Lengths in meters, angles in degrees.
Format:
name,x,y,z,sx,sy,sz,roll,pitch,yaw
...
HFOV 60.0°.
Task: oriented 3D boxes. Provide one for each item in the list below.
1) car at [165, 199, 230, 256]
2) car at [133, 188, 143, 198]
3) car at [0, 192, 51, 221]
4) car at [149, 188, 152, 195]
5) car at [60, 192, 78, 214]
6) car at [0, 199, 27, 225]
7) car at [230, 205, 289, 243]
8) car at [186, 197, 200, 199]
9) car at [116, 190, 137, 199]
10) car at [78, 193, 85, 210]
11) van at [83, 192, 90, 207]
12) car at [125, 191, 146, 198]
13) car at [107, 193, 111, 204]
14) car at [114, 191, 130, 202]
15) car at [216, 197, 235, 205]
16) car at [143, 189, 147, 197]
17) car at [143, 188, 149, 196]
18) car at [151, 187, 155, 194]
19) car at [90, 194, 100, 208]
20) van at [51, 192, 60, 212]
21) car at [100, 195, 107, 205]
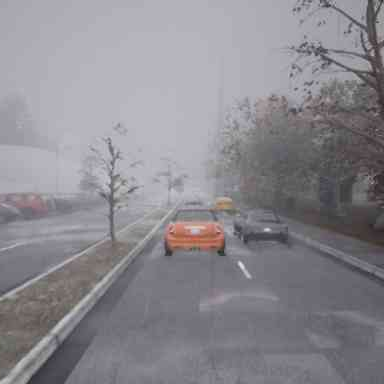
name,x,y,z,sx,sy,sz,roll,pitch,yaw
car,0.106,1.318,13.212,2.097,1.767,4.553,0,0,0
car,-13.784,0.526,69.914,5.566,2.045,2.435,-1,1,-20
car,-13.882,1.105,24.967,5.566,2.045,2.435,-1,1,-20
car,-13.820,0.263,87.906,4.553,1.767,2.185,-1,1,-20
car,-13.825,1.030,30.962,5.566,2.045,2.435,-1,1,-20
car,-13.852,1.427,21.999,4.674,1.452,2.002,-1,1,-20
car,3.107,1.513,15.736,1.994,1.385,4.181,0,0,0
car,0.113,1.285,31.506,1.837,1.490,4.892,0,1,0
car,-13.985,0.866,63.827,5.366,1.575,1.946,-1,1,-20
car,-13.838,1.246,33.934,4.892,1.521,2.231,-1,1,-20
van,-13.952,0.983,36.870,4.442,1.987,1.878,-1,1,-20
car,-13.820,0.566,81.898,4.792,1.488,2.163,-1,2,-20
car,-13.806,1.123,45.899,4.792,1.488,2.163,-1,1,-20
car,-13.793,0.973,57.904,4.792,1.488,2.163,-1,0,-20
car,3.113,1.238,33.045,1.882,1.535,5.008,0,1,0
car,-13.628,0.659,75.971,5.366,1.575,1.946,-1,1,-20
car,-13.826,0.353,78.893,5.566,2.045,2.435,-1,1,-20
car,-13.775,0.224,93.918,5.008,1.535,2.097,-1,2,-20
car,-13.810,1.043,39.906,4.553,1.767,2.185,-1,1,-20
van,-13.744,1.092,28.010,4.442,1.987,1.878,-1,0,-20
car,-13.830,1.172,42.881,4.674,1.452,2.002,-1,1,-20
